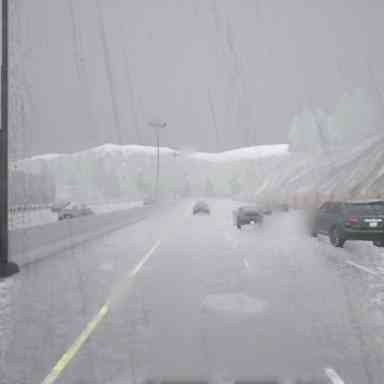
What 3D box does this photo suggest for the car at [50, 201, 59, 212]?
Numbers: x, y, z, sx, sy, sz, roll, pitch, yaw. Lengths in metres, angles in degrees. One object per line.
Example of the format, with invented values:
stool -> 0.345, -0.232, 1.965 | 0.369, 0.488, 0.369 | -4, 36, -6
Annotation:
car -> -16.457, 1.973, 43.388 | 2.033, 1.411, 5.357 | 0, -1, 2

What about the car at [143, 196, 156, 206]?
car -> -8.850, 1.929, 70.288 | 2.150, 2.045, 5.566 | 0, -1, 1

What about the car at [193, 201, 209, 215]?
car -> 1.151, 2.027, 40.612 | 1.895, 1.301, 4.718 | 0, -1, 2

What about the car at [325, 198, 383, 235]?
car -> 10.971, 1.474, 22.148 | 2.150, 2.045, 5.566 | 0, 0, 2

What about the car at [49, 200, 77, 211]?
car -> -19.722, 2.048, 51.120 | 2.033, 1.411, 5.357 | 0, -1, 2

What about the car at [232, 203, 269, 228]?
car -> 4.053, 1.768, 24.272 | 1.837, 1.490, 4.892 | 0, 0, 2

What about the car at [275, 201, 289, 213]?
car -> 11.815, 2.002, 45.451 | 1.837, 1.490, 4.892 | 0, 0, 2

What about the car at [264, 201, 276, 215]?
car -> 8.099, 1.985, 38.876 | 1.994, 1.385, 4.181 | 0, -1, 2

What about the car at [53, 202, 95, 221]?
car -> -9.996, 1.850, 28.957 | 1.994, 1.385, 4.181 | 0, -1, 2

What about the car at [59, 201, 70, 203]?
car -> -13.145, 1.903, 38.177 | 1.812, 1.442, 4.674 | 0, -1, 2

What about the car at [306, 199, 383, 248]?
car -> 7.284, 1.403, 15.916 | 2.150, 2.045, 5.566 | 0, 0, 1

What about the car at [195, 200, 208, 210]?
car -> 1.534, 2.128, 55.344 | 2.033, 1.411, 5.357 | 0, -1, 2
